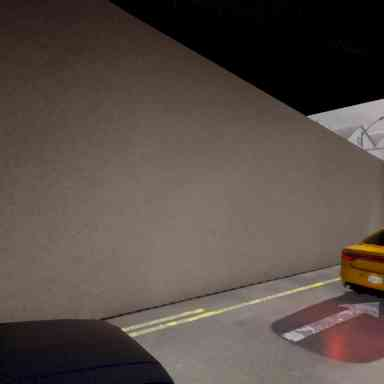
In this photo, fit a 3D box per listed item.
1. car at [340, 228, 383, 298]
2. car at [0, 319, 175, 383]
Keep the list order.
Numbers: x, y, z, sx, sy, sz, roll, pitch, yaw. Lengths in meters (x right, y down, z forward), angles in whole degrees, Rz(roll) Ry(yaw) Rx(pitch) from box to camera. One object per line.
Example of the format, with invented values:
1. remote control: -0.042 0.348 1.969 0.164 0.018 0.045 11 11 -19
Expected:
1. car: 5.431 1.478 7.636 5.008 1.535 1.882 0 0 -35
2. car: -2.664 1.547 1.884 5.357 1.411 2.033 0 0 -35
